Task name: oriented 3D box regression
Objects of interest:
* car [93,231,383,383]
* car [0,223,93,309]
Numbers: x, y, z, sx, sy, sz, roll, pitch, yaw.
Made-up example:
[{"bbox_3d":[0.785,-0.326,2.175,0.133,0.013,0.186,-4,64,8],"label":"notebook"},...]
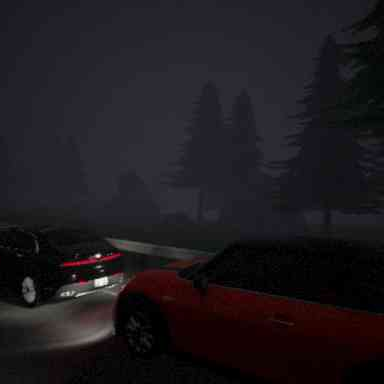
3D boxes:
[{"bbox_3d":[1.027,1.357,4.431,4.553,1.767,2.097,0,0,36],"label":"car"},{"bbox_3d":[-3.696,1.502,7.964,4.892,1.490,1.837,0,0,37],"label":"car"}]
